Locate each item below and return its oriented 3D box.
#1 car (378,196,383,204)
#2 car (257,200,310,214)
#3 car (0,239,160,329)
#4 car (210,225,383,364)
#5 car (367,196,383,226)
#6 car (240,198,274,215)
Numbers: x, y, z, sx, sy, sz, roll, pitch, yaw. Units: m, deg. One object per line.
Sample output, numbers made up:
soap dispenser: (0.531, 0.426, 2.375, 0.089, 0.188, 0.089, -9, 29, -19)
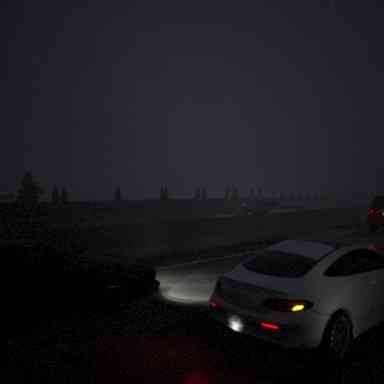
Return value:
car: (36.729, 1.501, 62.387, 5.008, 1.535, 1.882, 0, 0, -44)
car: (7.114, 1.551, 24.465, 4.674, 1.442, 1.812, 0, 0, -44)
car: (-3.248, 1.565, 5.836, 5.357, 1.411, 2.033, 0, 0, -37)
car: (2.387, 1.531, 5.853, 4.674, 1.442, 1.812, 0, 0, -38)
car: (12.066, 1.228, 19.258, 5.566, 2.045, 2.150, 0, 0, -44)
car: (6.265, 1.538, 28.497, 4.892, 1.490, 1.837, 0, 0, -44)
